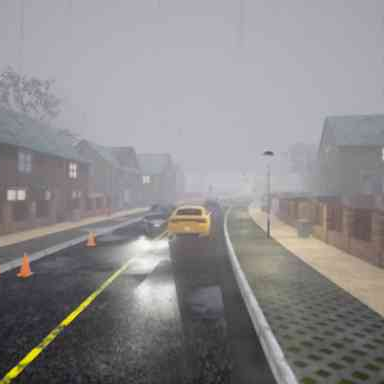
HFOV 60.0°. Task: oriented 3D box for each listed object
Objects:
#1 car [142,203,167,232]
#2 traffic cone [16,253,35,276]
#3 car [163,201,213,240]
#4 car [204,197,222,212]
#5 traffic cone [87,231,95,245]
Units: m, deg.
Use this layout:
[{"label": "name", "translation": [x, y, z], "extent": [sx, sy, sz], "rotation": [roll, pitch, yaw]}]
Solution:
[{"label": "car", "translation": [-1.692, 1.450, 19.601], "extent": [2.128, 1.511, 4.902], "rotation": [0, 0, 3]}, {"label": "traffic cone", "translation": [-4.527, 1.945, 9.038], "extent": [0.340, 0.580, 0.340], "rotation": [0, 0, 2]}, {"label": "car", "translation": [-0.027, 1.448, 16.974], "extent": [1.882, 1.535, 5.008], "rotation": [0, 0, 4]}, {"label": "car", "translation": [2.254, 1.328, 36.438], "extent": [2.128, 1.511, 4.902], "rotation": [0, 0, 9]}, {"label": "traffic cone", "translation": [-4.264, 1.934, 14.081], "extent": [0.340, 0.580, 0.340], "rotation": [0, 0, 4]}]
